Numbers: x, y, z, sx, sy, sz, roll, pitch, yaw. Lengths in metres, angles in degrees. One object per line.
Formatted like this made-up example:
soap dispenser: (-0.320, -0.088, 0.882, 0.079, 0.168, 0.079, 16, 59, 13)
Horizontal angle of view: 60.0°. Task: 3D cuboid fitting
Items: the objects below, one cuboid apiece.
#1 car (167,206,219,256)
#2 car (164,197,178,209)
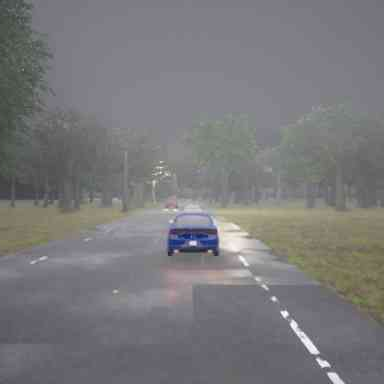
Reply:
car: (0.054, 1.583, 13.695, 1.882, 1.535, 5.008, 0, 0, 0)
car: (-3.542, 1.871, 58.159, 2.150, 2.045, 5.566, 0, -1, 1)
